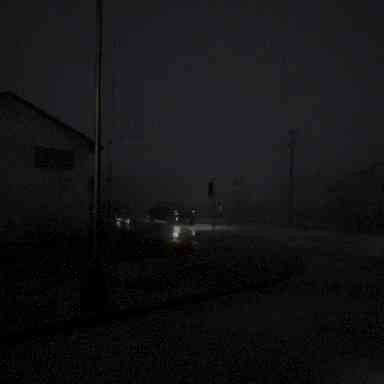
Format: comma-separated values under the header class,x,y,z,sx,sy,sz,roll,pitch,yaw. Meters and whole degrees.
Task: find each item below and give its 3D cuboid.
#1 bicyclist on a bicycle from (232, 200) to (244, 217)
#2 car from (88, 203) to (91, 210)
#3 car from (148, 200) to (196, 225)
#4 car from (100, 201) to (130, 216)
class,x,y,z,sx,sy,sz,roll,pitch,yaw
bicyclist on a bicycle,4.471,1.643,32.221,1.656,1.620,0.582,1,0,-36
car,-15.411,1.711,45.677,1.812,1.442,4.674,1,-1,-35
car,-1.617,1.536,26.300,2.097,1.767,4.553,1,-1,-36
car,-8.244,1.676,35.582,2.128,1.511,4.902,1,0,-35
